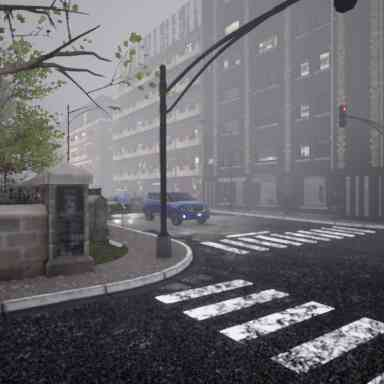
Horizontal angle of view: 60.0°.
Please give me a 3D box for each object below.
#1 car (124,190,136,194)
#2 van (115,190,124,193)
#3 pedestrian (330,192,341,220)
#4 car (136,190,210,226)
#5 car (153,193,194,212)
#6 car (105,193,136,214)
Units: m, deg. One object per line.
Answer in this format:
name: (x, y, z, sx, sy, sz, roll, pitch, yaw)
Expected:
car: (-5.136, 0.725, 36.794, 2.192, 1.841, 5.009, 1, 1, -36)
van: (-8.401, 0.652, 41.248, 1.690, 1.788, 3.998, 1, 1, -36)
pedestrian: (9.402, 0.899, 21.910, 0.375, 1.860, 0.375, 1, -1, -36)
car: (-1.195, 0.925, 21.594, 2.150, 2.045, 5.566, 0, 1, -36)
car: (-1.873, 0.948, 32.341, 1.967, 1.590, 4.097, 1, 1, -36)
car: (-6.855, 1.096, 29.322, 1.994, 1.385, 4.181, 0, 1, -36)
